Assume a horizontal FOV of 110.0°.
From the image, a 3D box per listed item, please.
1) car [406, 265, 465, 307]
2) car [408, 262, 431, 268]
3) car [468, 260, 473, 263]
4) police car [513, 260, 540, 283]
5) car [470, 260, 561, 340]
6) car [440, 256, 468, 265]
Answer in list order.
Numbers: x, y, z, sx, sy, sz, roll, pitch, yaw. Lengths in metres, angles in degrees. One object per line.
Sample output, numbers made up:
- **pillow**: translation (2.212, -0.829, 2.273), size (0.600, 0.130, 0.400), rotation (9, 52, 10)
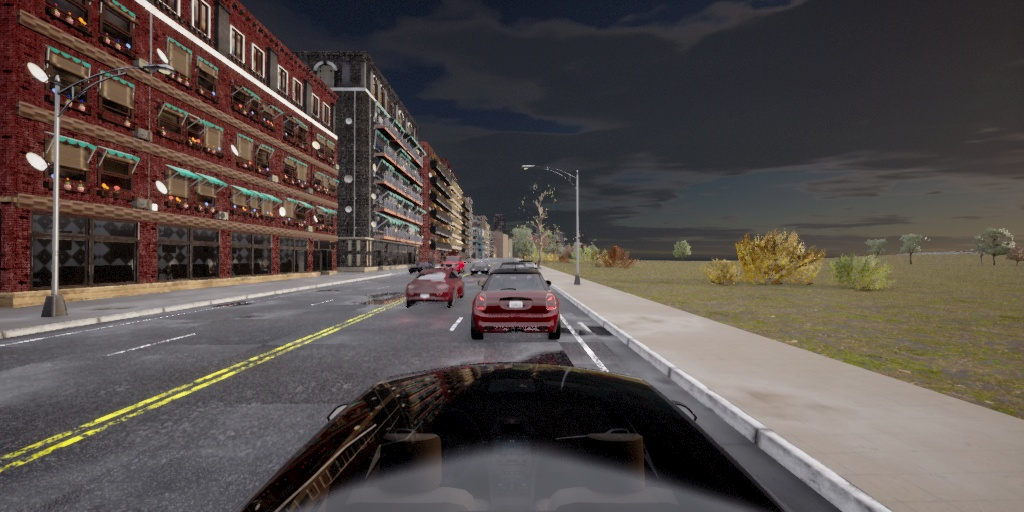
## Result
- **car**: translation (-3.172, 1.278, 15.315), size (1.812, 1.442, 4.674), rotation (0, 0, 0)
- **car**: translation (-9.905, 1.354, 39.358), size (1.895, 1.301, 4.718), rotation (0, 0, 0)
- **car**: translation (-3.201, 1.354, 37.648), size (1.895, 1.301, 4.718), rotation (0, 0, 0)
- **police car**: translation (1.098, 1.179, 29.419), size (1.930, 1.638, 5.238), rotation (0, 0, 0)
- **car**: translation (0.080, 1.103, 10.151), size (2.097, 1.767, 4.553), rotation (0, 0, 0)
- **car**: translation (-6.656, 0.975, 40.602), size (2.150, 2.045, 5.566), rotation (0, 0, 0)
